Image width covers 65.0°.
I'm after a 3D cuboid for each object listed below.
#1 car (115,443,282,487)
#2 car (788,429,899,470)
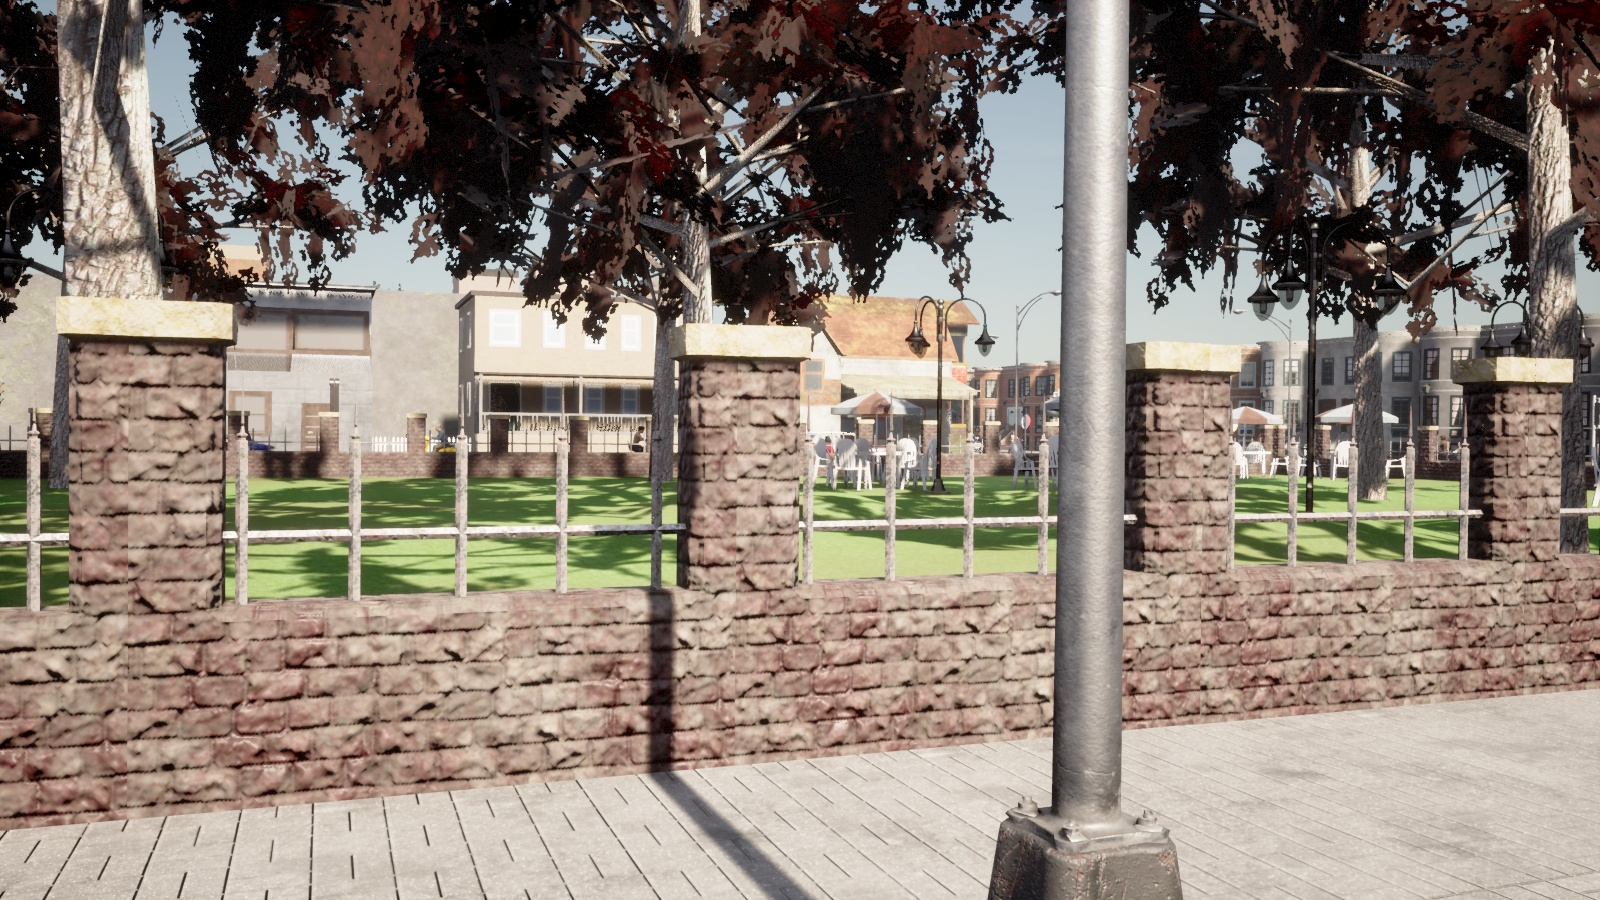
[{"bbox_3d":[-19.332,0.447,40.589,4.718,1.301,1.895,-1,1,-21],"label":"car"},{"bbox_3d":[1.676,-0.044,48.533,3.806,1.475,1.970,-1,1,-21],"label":"car"}]
